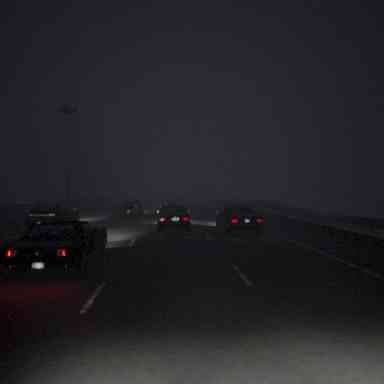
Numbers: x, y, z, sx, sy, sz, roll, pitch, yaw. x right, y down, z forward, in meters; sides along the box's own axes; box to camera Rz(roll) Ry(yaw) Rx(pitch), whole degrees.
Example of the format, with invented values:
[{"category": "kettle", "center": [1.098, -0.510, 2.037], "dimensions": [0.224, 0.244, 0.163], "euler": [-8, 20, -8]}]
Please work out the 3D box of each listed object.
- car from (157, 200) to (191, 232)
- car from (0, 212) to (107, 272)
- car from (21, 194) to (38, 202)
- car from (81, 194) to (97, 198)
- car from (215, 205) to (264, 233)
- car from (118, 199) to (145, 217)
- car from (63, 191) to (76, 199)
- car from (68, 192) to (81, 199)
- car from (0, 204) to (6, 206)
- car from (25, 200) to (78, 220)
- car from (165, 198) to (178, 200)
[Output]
[{"category": "car", "center": [-1.075, 1.433, 19.479], "dimensions": [2.033, 1.411, 5.357], "euler": [0, 0, -4]}, {"category": "car", "center": [-4.008, 1.551, 10.596], "dimensions": [1.895, 1.301, 4.718], "euler": [0, 0, -3]}, {"category": "car", "center": [-32.460, 1.219, 66.639], "dimensions": [1.837, 1.490, 4.892], "euler": [0, 0, -4]}, {"category": "car", "center": [-22.438, 1.174, 73.990], "dimensions": [2.033, 1.411, 5.357], "euler": [0, 0, -4]}, {"category": "car", "center": [2.497, 1.425, 18.541], "dimensions": [2.033, 1.411, 5.357], "euler": [0, 0, -4]}, {"category": "car", "center": [-5.244, 1.334, 29.164], "dimensions": [2.128, 1.511, 4.902], "euler": [0, 0, -4]}, {"category": "car", "center": [-30.008, 0.730, 82.075], "dimensions": [2.150, 2.045, 5.566], "euler": [0, 0, -4]}, {"category": "car", "center": [-25.983, 1.199, 74.544], "dimensions": [1.994, 1.385, 4.181], "euler": [0, 0, -4]}, {"category": "car", "center": [-19.634, 1.484, 31.541], "dimensions": [1.895, 1.301, 4.718], "euler": [0, 0, -4]}, {"category": "car", "center": [-8.115, 1.402, 19.715], "dimensions": [2.128, 1.511, 4.902], "euler": [0, 0, -4]}, {"category": "car", "center": [-2.408, 1.373, 39.046], "dimensions": [1.895, 1.301, 4.718], "euler": [0, 0, -4]}]
